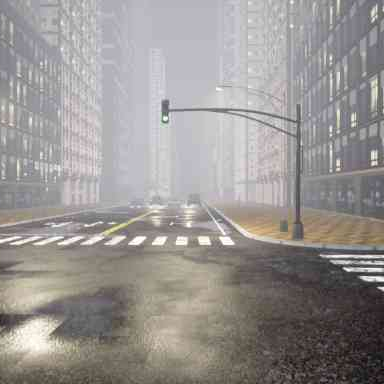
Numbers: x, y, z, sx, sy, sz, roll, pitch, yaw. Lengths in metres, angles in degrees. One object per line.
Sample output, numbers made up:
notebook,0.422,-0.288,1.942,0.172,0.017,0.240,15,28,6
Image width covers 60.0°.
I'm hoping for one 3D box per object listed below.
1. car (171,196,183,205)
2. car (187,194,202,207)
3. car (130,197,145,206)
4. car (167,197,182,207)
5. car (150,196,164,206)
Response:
car,-2.800,1.605,63.489,2.128,1.511,4.902,0,0,0
car,0.379,1.300,53.496,2.150,2.045,5.566,0,0,0
car,-9.342,1.640,57.702,2.033,1.411,5.357,0,0,0
car,-2.871,1.680,53.518,1.895,1.301,4.718,0,0,0
car,-6.092,1.445,57.709,2.097,1.767,4.553,0,0,0
